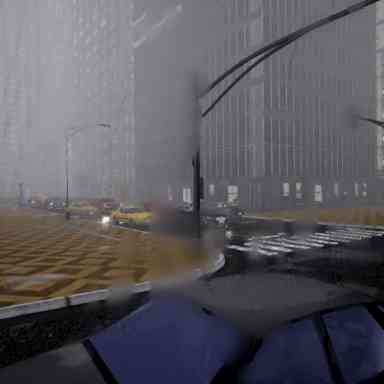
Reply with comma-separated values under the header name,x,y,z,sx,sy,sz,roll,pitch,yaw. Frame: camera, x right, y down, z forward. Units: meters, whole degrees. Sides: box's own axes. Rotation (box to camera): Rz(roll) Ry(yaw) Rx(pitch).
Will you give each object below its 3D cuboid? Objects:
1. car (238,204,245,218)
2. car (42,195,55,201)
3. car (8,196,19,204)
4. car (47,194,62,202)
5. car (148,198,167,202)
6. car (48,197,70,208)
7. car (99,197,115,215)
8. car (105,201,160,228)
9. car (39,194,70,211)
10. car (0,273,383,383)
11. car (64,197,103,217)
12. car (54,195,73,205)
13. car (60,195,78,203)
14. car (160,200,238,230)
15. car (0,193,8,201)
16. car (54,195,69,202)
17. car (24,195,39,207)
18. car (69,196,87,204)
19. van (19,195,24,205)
name,x,y,z,sx,sy,sz,roll,pitch,yaw
car,2.464,1.455,27.713,2.008,1.369,4.403,-1,1,-36
car,-33.444,1.331,77.392,1.752,1.417,4.829,-1,1,-36
car,-33.249,1.494,63.630,2.008,1.369,4.403,-1,1,-36
car,-30.100,1.256,72.742,1.967,1.590,4.097,-1,1,-36
car,-4.088,1.328,36.693,1.967,1.590,4.097,-1,1,-36
car,-19.717,1.492,49.215,1.837,1.490,4.892,-1,1,-36
car,-8.652,1.323,33.670,2.097,1.767,4.553,-1,1,-36
car,-4.043,1.552,22.821,1.752,1.417,4.829,-1,1,-36
car,-17.021,1.429,41.077,1.967,1.590,4.097,-1,1,-36
car,0.483,1.547,2.871,5.357,1.411,2.033,0,0,-32
car,-10.479,1.533,31.885,1.752,1.417,4.829,-1,1,-36
car,-22.408,1.358,57.846,1.882,1.535,5.008,-1,1,-35
car,-23.608,1.385,63.722,2.008,1.369,4.403,-1,1,-36
car,0.285,1.485,21.246,2.128,1.511,4.902,-1,1,-36
car,-46.232,1.449,81.673,1.887,1.381,4.507,-1,1,-36
car,-26.853,1.407,68.233,1.802,1.307,4.206,-1,1,-36
car,-23.513,1.411,50.098,1.967,1.590,4.097,-1,1,-36
car,-20.362,1.388,59.212,1.887,1.381,4.507,-1,1,-36
van,-26.760,1.303,54.607,1.690,1.788,3.998,-1,1,-36
